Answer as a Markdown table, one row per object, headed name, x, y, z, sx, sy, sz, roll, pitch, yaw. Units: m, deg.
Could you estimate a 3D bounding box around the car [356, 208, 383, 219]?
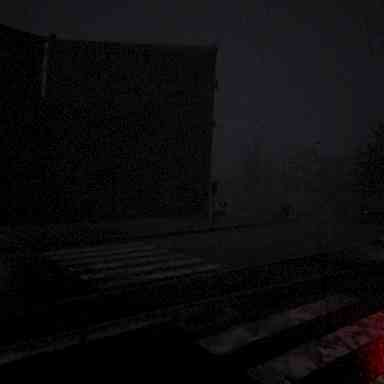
| name | x | y | z | sx | sy | sz | roll | pitch | yaw |
| --- | --- | --- | --- | --- | --- | --- | --- | --- | --- |
| car | 27.347 | 3.214 | 50.679 | 4.553 | 1.767 | 2.097 | 4 | -2 | -20 |
